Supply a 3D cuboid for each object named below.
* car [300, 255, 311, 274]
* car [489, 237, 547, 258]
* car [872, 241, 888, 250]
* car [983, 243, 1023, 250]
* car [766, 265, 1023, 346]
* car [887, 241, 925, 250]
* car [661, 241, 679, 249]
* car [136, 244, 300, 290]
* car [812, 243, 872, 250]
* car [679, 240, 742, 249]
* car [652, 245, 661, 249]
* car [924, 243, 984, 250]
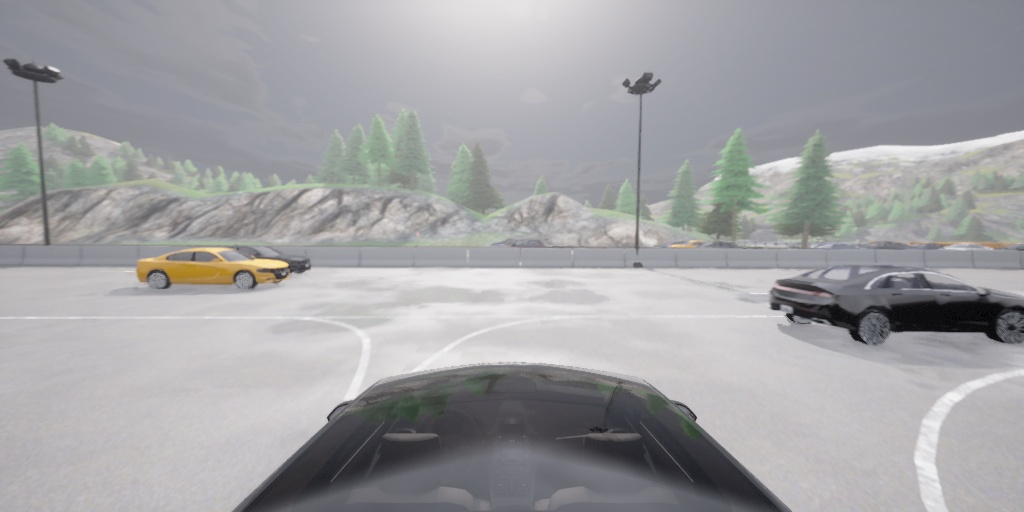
[{"bbox_3d":[-12.477,0.192,17.367,5.008,1.535,1.882,0,4,-2],"label":"car"},{"bbox_3d":[0.591,-0.574,28.539,4.553,1.767,2.097,0,4,-2],"label":"car"},{"bbox_3d":[41.893,-0.947,40.507,4.902,1.511,2.128,0,4,-2],"label":"car"},{"bbox_3d":[43.328,-0.337,30.061,4.892,1.490,1.837,0,4,-2],"label":"car"},{"bbox_3d":[8.388,0.951,7.885,4.902,1.511,2.128,0,3,-2],"label":"car"},{"bbox_3d":[42.664,-0.663,37.039,5.357,1.411,2.033,0,4,-2],"label":"car"},{"bbox_3d":[18.243,-0.832,36.203,5.008,1.535,1.882,0,4,-2],"label":"car"},{"bbox_3d":[-11.414,0.422,13.912,5.008,1.535,1.882,0,4,-2],"label":"car"},{"bbox_3d":[26.182,-0.301,29.503,4.674,1.442,1.812,0,4,-2],"label":"car"},{"bbox_3d":[18.368,-0.578,32.715,4.892,1.490,1.837,0,4,-2],"label":"car"},{"bbox_3d":[18.310,-0.989,39.705,5.357,1.411,2.033,0,4,-2],"label":"car"},{"bbox_3d":[42.125,-0.461,33.527,4.674,1.442,1.812,0,4,-2],"label":"car"}]
